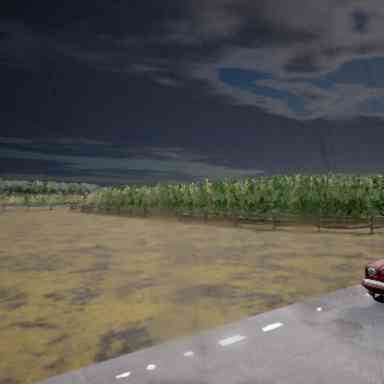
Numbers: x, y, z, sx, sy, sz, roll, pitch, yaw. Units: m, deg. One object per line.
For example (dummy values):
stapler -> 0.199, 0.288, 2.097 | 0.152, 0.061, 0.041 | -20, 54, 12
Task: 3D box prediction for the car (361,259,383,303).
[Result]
car -> 5.634, 1.630, 7.080 | 4.718, 1.301, 1.895 | 0, 0, -35
